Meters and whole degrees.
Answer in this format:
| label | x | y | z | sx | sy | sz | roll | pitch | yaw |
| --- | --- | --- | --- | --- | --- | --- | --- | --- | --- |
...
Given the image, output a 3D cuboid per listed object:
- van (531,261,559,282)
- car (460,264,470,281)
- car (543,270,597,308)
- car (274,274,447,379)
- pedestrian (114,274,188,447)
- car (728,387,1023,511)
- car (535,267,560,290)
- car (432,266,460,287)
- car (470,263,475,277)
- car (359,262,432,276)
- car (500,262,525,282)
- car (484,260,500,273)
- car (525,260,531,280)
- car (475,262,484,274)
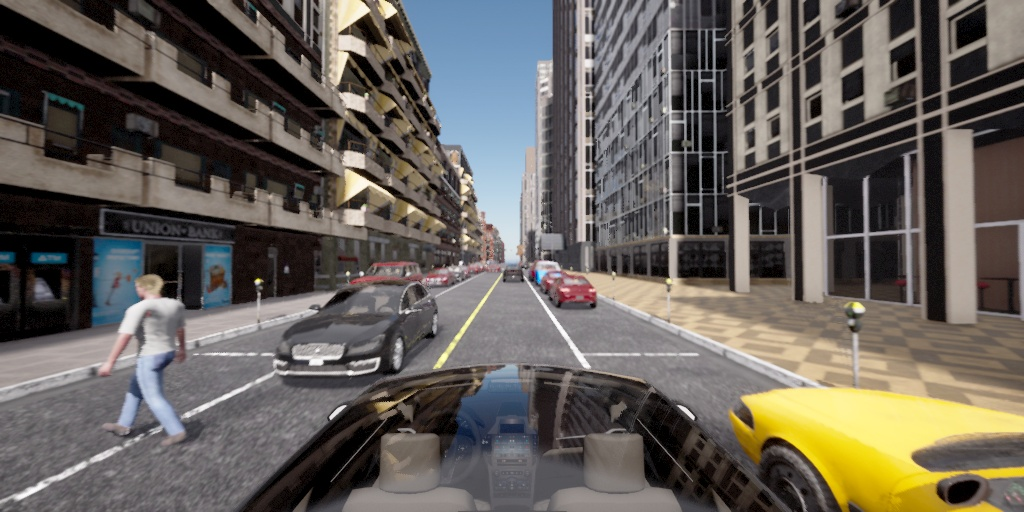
| label | x | y | z | sx | sy | sz | roll | pitch | yaw |
| --- | --- | --- | --- | --- | --- | --- | --- | --- | --- |
| van | 2.589 | 1.320 | 26.787 | 1.690 | 1.789 | 3.998 | 0 | 0 | 0 |
| car | -5.287 | 1.583 | 32.319 | 2.007 | 1.370 | 4.403 | 0 | 0 | 0 |
| car | 2.579 | 1.457 | 15.717 | 1.802 | 1.307 | 4.207 | 0 | 0 | 0 |
| car | -2.842 | 1.306 | 7.662 | 1.837 | 1.490 | 4.892 | 0 | 0 | 0 |
| pedestrian | -3.820 | 1.063 | 3.837 | 0.375 | 1.860 | 0.375 | 1 | -1 | 0 |
| car | 2.749 | 1.198 | 0.828 | 1.801 | 1.575 | 5.366 | 0 | -1 | 0 |
| car | 2.584 | 1.508 | 21.254 | 1.802 | 1.307 | 4.207 | 0 | 0 | 0 |
| car | -5.292 | 1.562 | 26.783 | 1.802 | 1.307 | 4.207 | 0 | 0 | 0 |
| car | -5.282 | 1.669 | 37.855 | 1.802 | 1.307 | 4.207 | 0 | 0 | 0 |
| car | -5.302 | 1.190 | 15.713 | 2.192 | 1.841 | 5.009 | 0 | 0 | 0 |
| car | 0.120 | 1.542 | 32.674 | 1.837 | 1.490 | 4.892 | 0 | 0 | 0 |
| car | -2.759 | 1.600 | 53.972 | 2.097 | 1.767 | 4.553 | 0 | 0 | 0 |
| car | 2.593 | 1.347 | 32.322 | 2.192 | 1.841 | 5.009 | 0 | 0 | 0 |
| car | -5.272 | 1.743 | 48.927 | 1.888 | 1.381 | 4.507 | 0 | 0 | 0 |
